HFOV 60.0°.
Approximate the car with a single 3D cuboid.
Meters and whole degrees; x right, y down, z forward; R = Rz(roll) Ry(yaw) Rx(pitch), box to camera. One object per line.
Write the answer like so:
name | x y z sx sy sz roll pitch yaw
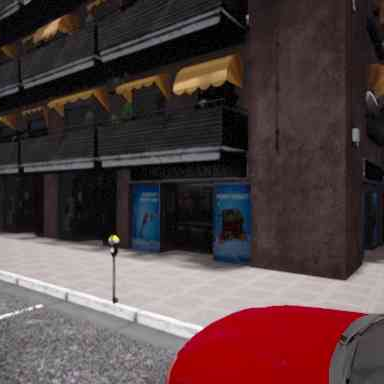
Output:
car | 2.047 1.316 1.419 5.009 1.841 2.192 0 0 35
